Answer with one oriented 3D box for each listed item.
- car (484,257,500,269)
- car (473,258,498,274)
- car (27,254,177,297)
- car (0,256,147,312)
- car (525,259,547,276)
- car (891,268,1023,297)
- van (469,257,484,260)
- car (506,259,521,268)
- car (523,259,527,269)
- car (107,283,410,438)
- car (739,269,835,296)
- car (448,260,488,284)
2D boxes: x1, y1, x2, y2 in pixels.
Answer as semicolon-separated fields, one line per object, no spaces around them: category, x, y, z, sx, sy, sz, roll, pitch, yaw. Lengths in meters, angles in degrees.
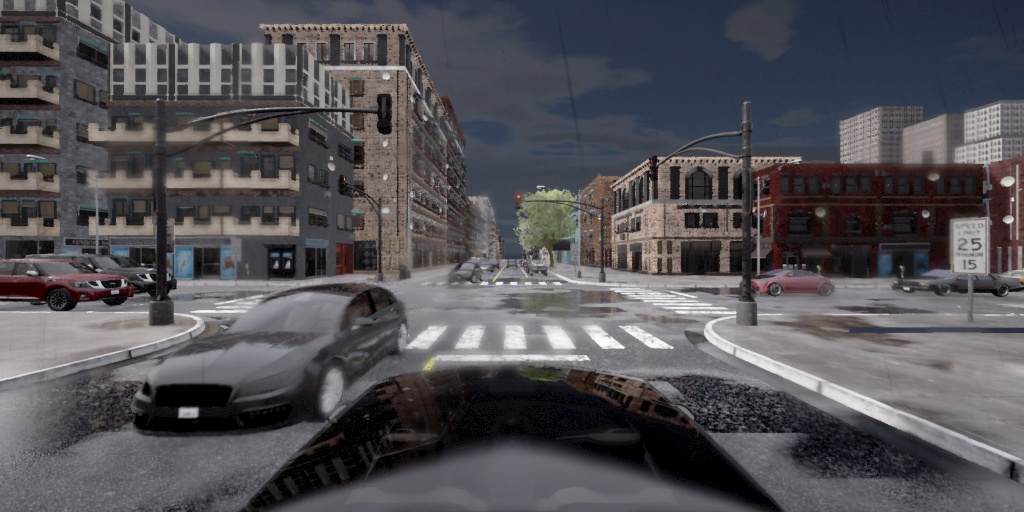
car;-3.079;1.170;57.234;2.097;1.767;4.553;0;-1;0
car;-3.097;1.280;42.679;2.128;1.511;4.902;0;0;0
car;-18.310;0.917;15.889;5.566;2.045;2.150;0;0;0
car;-17.276;1.013;13.309;5.009;1.841;2.192;0;0;0
car;2.691;1.330;37.028;2.007;1.370;4.403;0;0;0
car;24.020;1.412;19.392;5.357;1.411;2.033;0;0;0
van;-5.689;1.149;54.120;1.690;1.789;3.998;0;0;0
car;0.002;1.319;63.384;2.128;1.511;4.902;0;0;0
car;2.692;1.228;42.725;1.967;1.591;4.097;0;0;0
car;-3.100;1.255;5.865;1.837;1.490;4.892;0;0;0
car;14.719;1.387;19.325;4.181;1.385;1.994;0;0;0
car;-3.410;1.270;27.291;1.837;1.490;4.892;0;0;6
